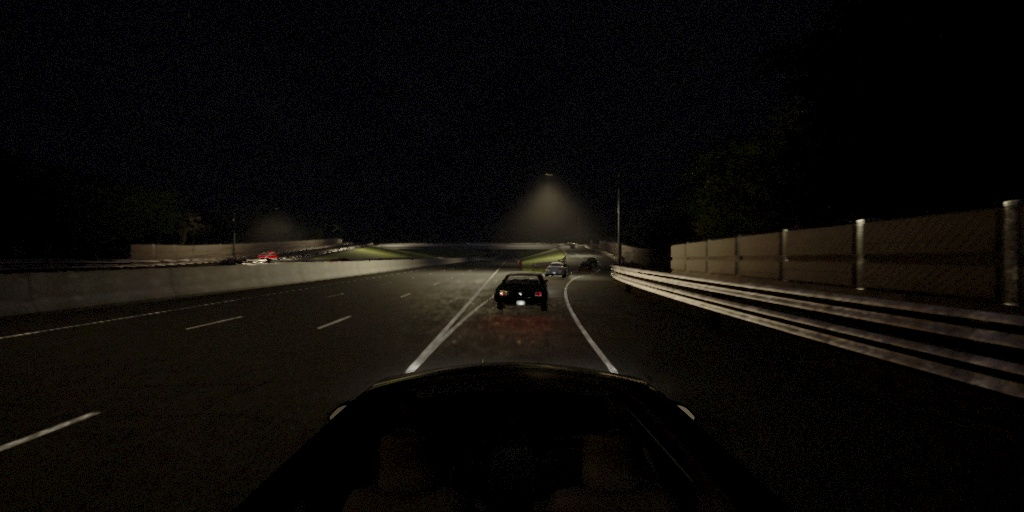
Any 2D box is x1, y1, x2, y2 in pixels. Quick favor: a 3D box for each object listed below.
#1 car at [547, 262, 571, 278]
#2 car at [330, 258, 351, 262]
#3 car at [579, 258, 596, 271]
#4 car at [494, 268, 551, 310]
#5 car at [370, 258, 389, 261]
[{"bbox_3d":[4.445,1.326,34.490,1.812,1.442,4.674,1,0,16],"label":"car"},{"bbox_3d":[-28.287,1.045,58.939,2.097,1.767,4.553,0,0,0],"label":"car"},{"bbox_3d":[11.746,1.577,56.543,1.837,1.490,4.892,1,1,17],"label":"car"},{"bbox_3d":[0.537,1.341,14.642,1.895,1.301,4.718,0,0,6],"label":"car"},{"bbox_3d":[-21.292,1.180,58.940,1.882,1.535,5.008,0,0,0],"label":"car"}]
